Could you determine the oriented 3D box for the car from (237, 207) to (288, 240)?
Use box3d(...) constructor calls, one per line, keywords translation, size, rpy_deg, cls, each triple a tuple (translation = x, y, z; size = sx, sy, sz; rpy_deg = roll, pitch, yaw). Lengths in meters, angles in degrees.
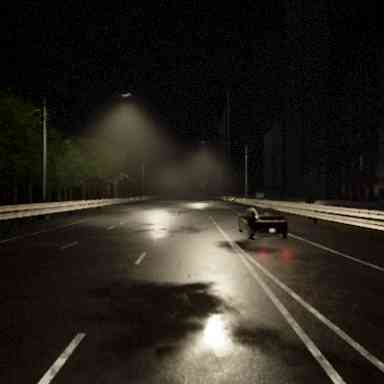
box3d(translation=(3.599, 1.552, 17.559), size=(2.128, 1.511, 4.902), rpy_deg=(0, 0, -1), cls="car")
